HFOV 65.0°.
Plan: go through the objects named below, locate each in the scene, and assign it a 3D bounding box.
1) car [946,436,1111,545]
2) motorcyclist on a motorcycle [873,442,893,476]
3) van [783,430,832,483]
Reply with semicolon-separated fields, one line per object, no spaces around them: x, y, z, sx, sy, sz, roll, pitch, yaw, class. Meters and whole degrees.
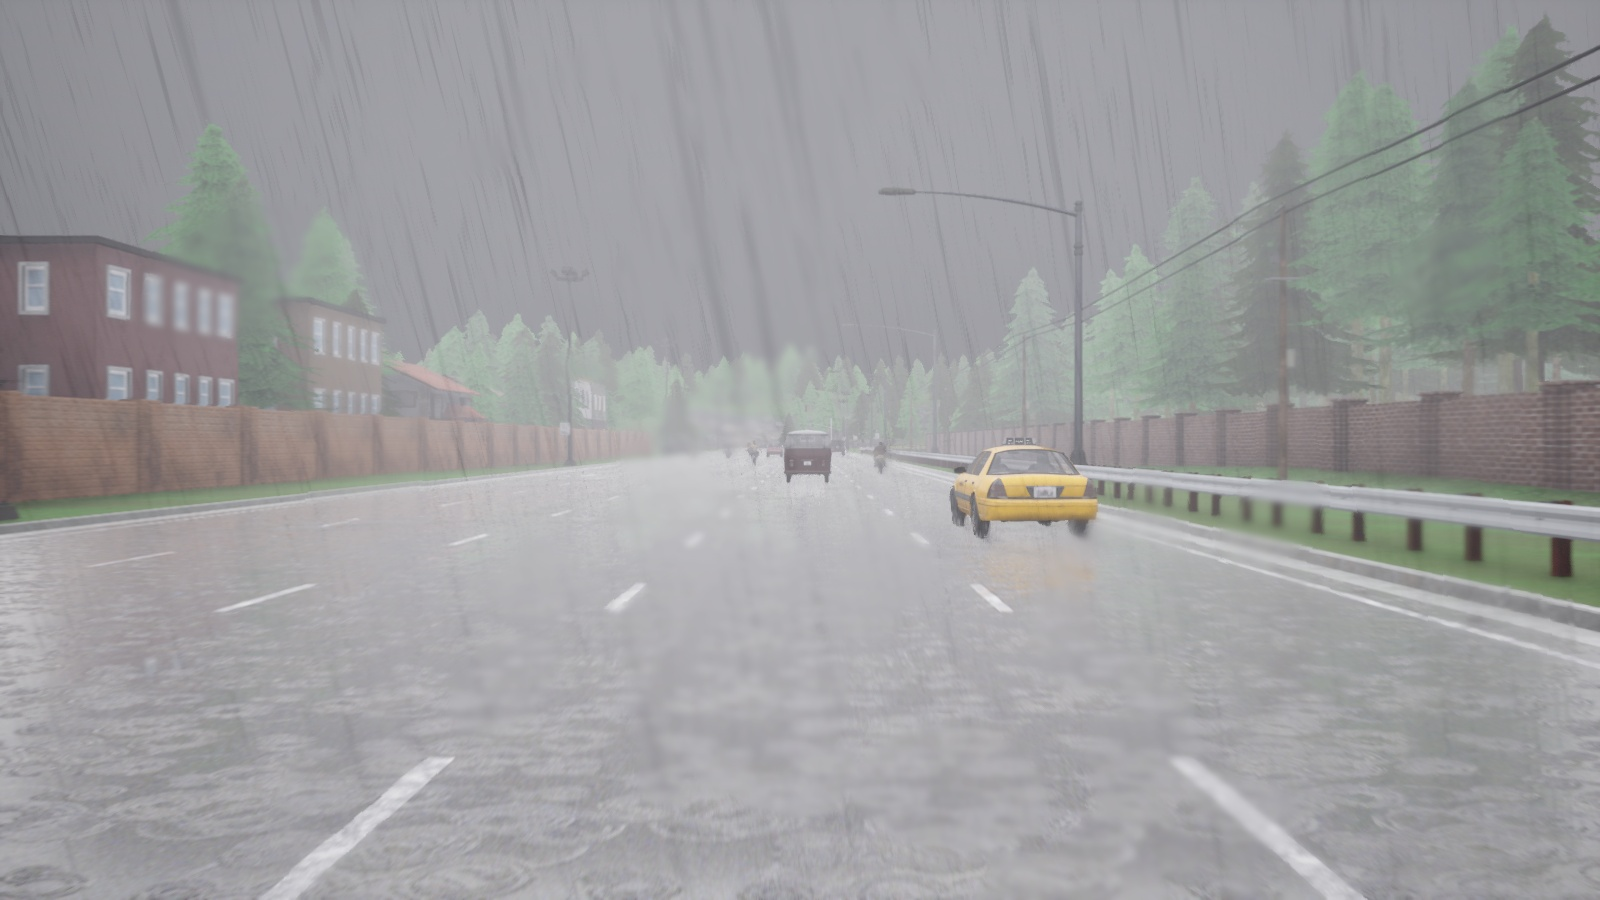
3.634;0.572;20.943;1.801;1.575;5.366;0;0;0;car
3.848;0.405;58.594;0.797;1.523;2.044;0;0;0;motorcyclist on a motorcycle
0.291;0.229;48.555;1.775;1.987;4.442;0;0;0;van
